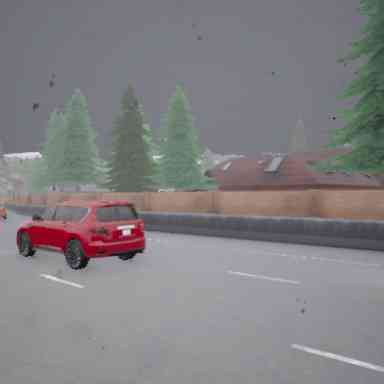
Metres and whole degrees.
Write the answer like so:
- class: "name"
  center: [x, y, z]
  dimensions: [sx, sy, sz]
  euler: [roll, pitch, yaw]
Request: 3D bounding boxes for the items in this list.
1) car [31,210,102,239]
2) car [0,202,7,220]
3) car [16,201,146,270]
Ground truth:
- class: "car"
  center: [-7.330, 1.775, 19.200]
  dimensions: [4.718, 1.301, 1.895]
  euler: [-1, -1, 42]
- class: "car"
  center: [-18.973, 1.666, 31.253]
  dimensions: [2.097, 1.767, 4.553]
  euler: [0, -1, -41]
- class: "car"
  center: [-4.029, 1.326, 11.685]
  dimensions: [5.566, 2.045, 2.150]
  euler: [-1, 0, 40]
